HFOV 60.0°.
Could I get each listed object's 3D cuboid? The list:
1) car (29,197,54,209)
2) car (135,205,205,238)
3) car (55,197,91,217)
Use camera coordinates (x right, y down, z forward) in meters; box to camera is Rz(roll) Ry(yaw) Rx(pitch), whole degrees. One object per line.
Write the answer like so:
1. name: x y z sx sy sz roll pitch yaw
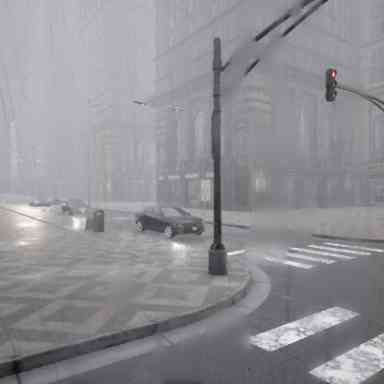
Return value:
1. car: -21.013 1.495 45.643 2.033 1.411 5.357 0 0 -35
2. car: -1.325 1.470 17.863 1.882 1.535 5.008 0 0 -36
3. car: -11.079 1.471 31.549 2.128 1.511 4.902 0 0 -35
